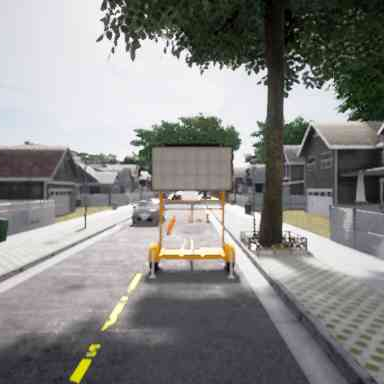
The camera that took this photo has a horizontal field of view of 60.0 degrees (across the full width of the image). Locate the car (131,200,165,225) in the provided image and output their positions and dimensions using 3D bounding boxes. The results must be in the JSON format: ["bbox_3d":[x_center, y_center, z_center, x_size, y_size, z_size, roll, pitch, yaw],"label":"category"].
[{"bbox_3d":[-2.861,1.292,22.501,2.128,1.511,4.902,0,1,0],"label":"car"}]

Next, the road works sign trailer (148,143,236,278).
[{"bbox_3d":[0.000,0.380,9.836,2.380,3.560,2.880,0,1,0],"label":"road works sign trailer"}]

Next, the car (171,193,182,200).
[{"bbox_3d":[-2.829,0.969,62.928,1.994,1.385,4.181,0,1,1],"label":"car"}]
